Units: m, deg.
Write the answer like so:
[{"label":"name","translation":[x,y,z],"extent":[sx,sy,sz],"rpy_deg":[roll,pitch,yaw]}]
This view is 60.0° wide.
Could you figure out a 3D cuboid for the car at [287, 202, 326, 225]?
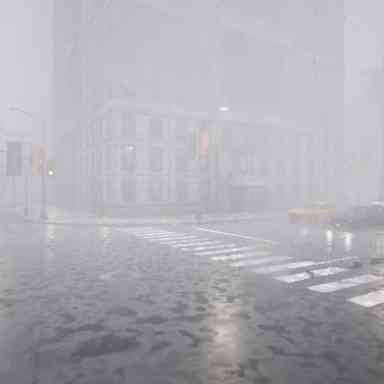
[{"label":"car","translation":[9.031,1.478,23.928],"extent":[5.008,1.535,1.882],"rpy_deg":[0,0,-31]}]

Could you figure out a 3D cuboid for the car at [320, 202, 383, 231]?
[{"label":"car","translation":[10.839,1.547,20.935],"extent":[5.357,1.411,2.033],"rpy_deg":[0,0,-32]}]

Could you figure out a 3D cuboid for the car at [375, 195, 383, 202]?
[{"label":"car","translation":[17.732,1.221,29.208],"extent":[5.566,2.045,2.150],"rpy_deg":[0,0,-31]}]
